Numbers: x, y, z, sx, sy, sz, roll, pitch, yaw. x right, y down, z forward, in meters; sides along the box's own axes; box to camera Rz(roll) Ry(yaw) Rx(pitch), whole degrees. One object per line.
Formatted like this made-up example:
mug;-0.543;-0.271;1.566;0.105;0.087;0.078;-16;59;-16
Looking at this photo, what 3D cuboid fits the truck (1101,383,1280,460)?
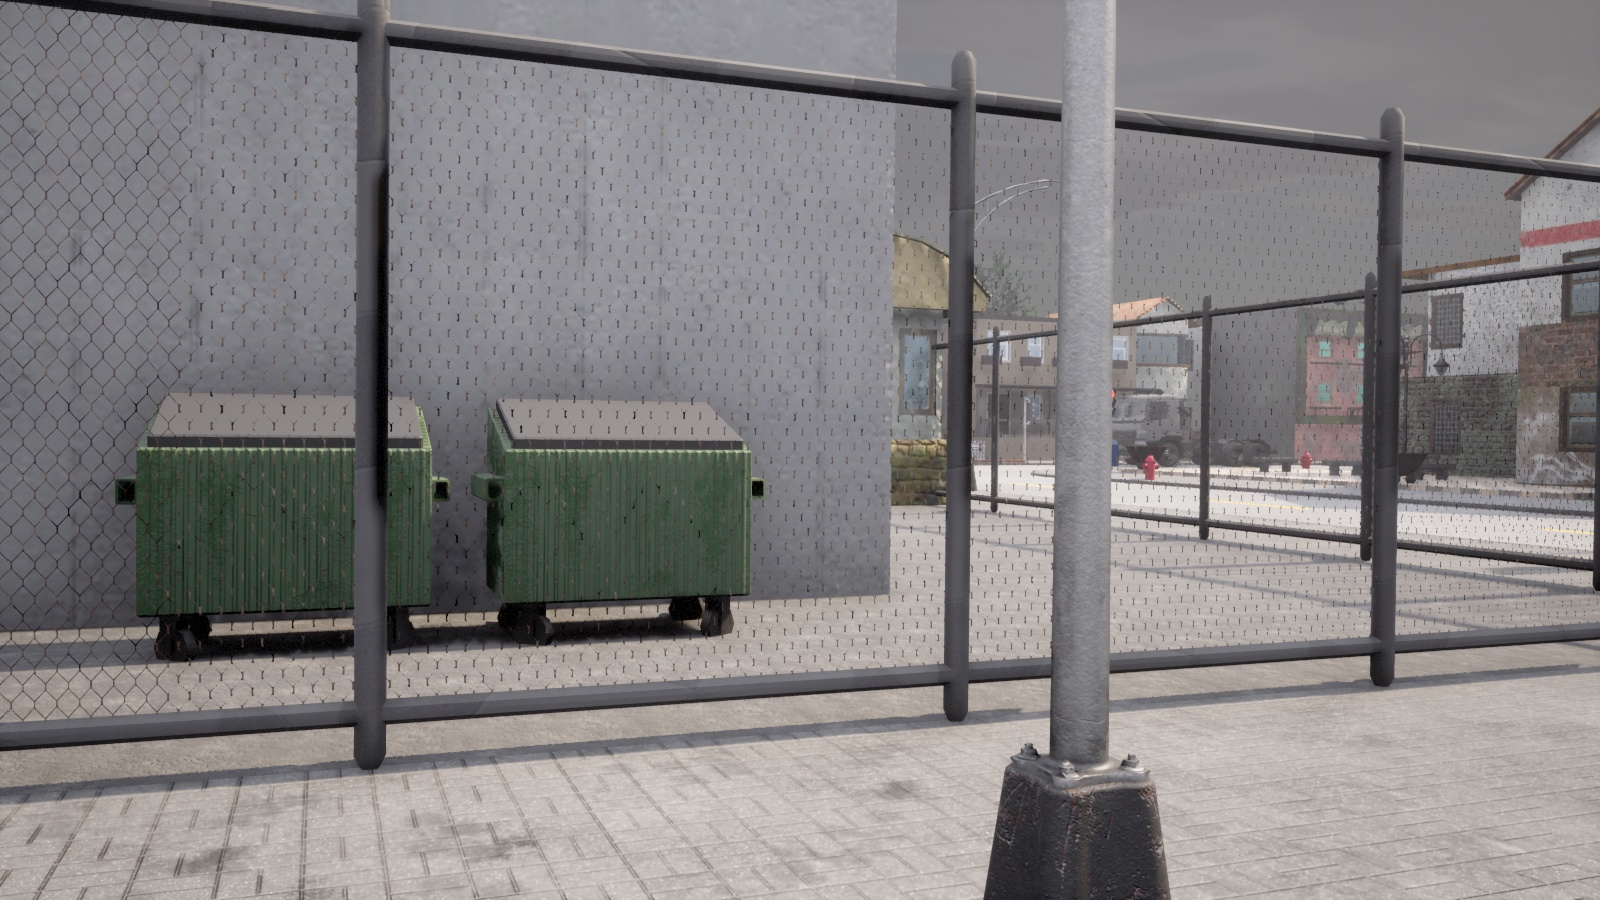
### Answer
truck;18.428;-1.347;59.268;7.936;3.462;2.891;-1;1;-21
